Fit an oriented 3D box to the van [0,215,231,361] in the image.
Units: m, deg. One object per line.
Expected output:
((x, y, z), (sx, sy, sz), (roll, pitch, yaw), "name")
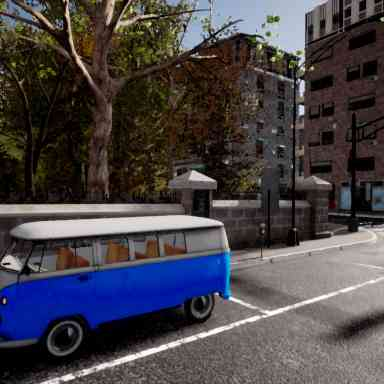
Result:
((-1.186, 1.342, 5.655), (3.998, 1.788, 1.690), (0, 1, -36), "van")
